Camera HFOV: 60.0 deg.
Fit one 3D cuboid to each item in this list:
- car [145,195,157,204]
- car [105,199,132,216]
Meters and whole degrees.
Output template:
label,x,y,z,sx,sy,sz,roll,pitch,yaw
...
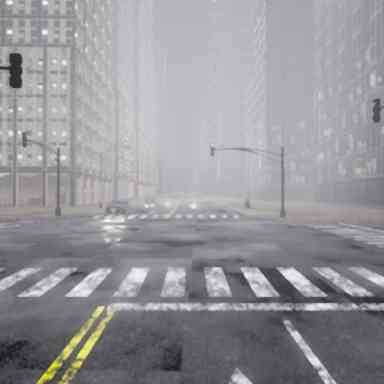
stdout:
label,x,y,z,sx,sy,sz,roll,pitch,yaw
car,-7.450,1.254,60.281,2.128,1.511,4.902,0,0,-1
car,-6.956,1.425,31.682,2.128,1.511,4.902,0,0,-1
